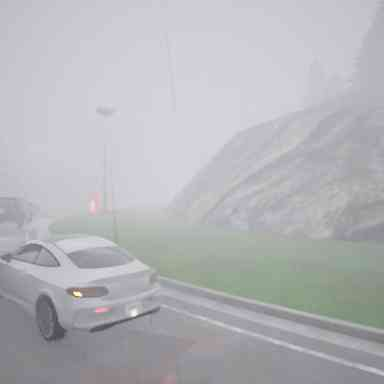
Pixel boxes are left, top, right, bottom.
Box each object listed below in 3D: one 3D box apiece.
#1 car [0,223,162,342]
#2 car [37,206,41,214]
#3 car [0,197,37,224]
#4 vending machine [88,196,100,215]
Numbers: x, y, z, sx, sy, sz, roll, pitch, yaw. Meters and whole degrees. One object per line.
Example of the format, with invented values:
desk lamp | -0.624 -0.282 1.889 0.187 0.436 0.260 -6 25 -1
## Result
car | -2.532 1.569 6.611 4.674 1.442 1.812 0 0 44
car | -18.020 1.722 35.636 1.812 1.442 4.674 0 0 -1
car | -12.863 1.349 23.698 2.150 2.045 5.566 0 0 -18
vending machine | -10.777 1.439 36.539 1.100 2.100 0.880 0 0 1
